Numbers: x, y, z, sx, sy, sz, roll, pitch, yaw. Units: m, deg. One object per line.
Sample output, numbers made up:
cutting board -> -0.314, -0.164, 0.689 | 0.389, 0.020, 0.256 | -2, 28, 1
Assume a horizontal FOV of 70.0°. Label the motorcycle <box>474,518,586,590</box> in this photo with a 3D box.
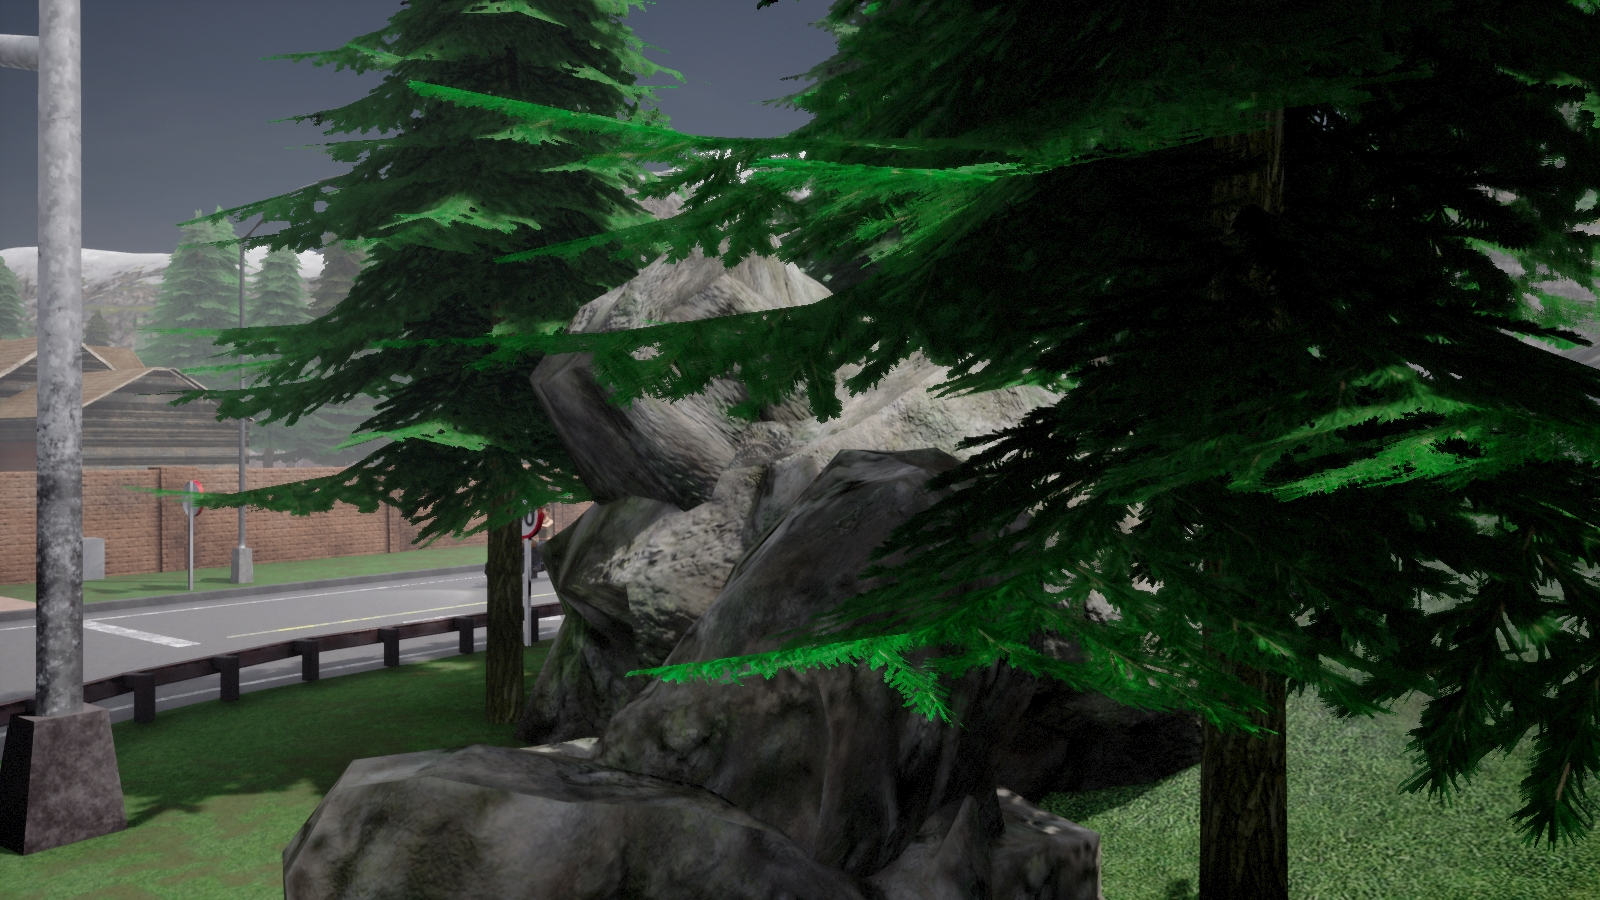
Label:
motorcycle -> -5.636, 2.150, 24.014 | 0.764, 1.277, 2.356 | 0, 0, 36
